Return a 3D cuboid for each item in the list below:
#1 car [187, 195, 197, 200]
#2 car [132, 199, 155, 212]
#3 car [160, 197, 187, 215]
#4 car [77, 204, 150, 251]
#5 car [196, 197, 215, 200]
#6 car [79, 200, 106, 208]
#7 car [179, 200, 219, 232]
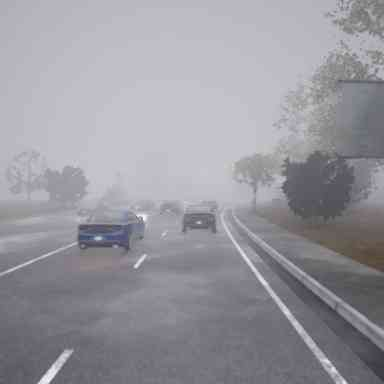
[{"bbox_3d":[-0.140,1.378,73.235,2.033,1.411,5.357,0,0,19],"label":"car"},{"bbox_3d":[-5.378,1.486,36.739,2.128,1.511,4.902,0,0,7],"label":"car"},{"bbox_3d":[-2.005,1.502,33.856,1.837,1.490,4.892,0,0,6],"label":"car"},{"bbox_3d":[-3.236,1.476,14.164,1.882,1.535,5.008,0,0,1],"label":"car"},{"bbox_3d":[2.019,1.493,38.021,2.128,1.511,4.902,0,0,7],"label":"car"},{"bbox_3d":[-9.398,1.518,32.053,1.812,1.442,4.674,0,0,5],"label":"car"},{"bbox_3d":[0.481,1.477,20.114,1.882,1.535,5.008,0,0,2],"label":"car"}]
